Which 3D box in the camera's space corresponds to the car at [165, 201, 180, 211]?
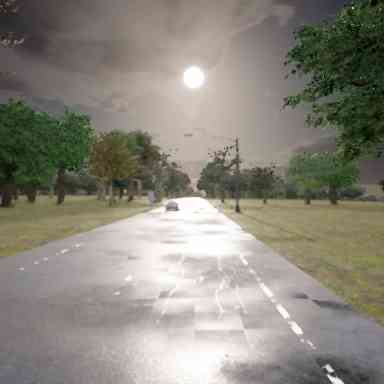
[{"bbox_3d":[-2.896,2.094,49.383,1.812,1.442,4.674,0,-1,1],"label":"car"}]
